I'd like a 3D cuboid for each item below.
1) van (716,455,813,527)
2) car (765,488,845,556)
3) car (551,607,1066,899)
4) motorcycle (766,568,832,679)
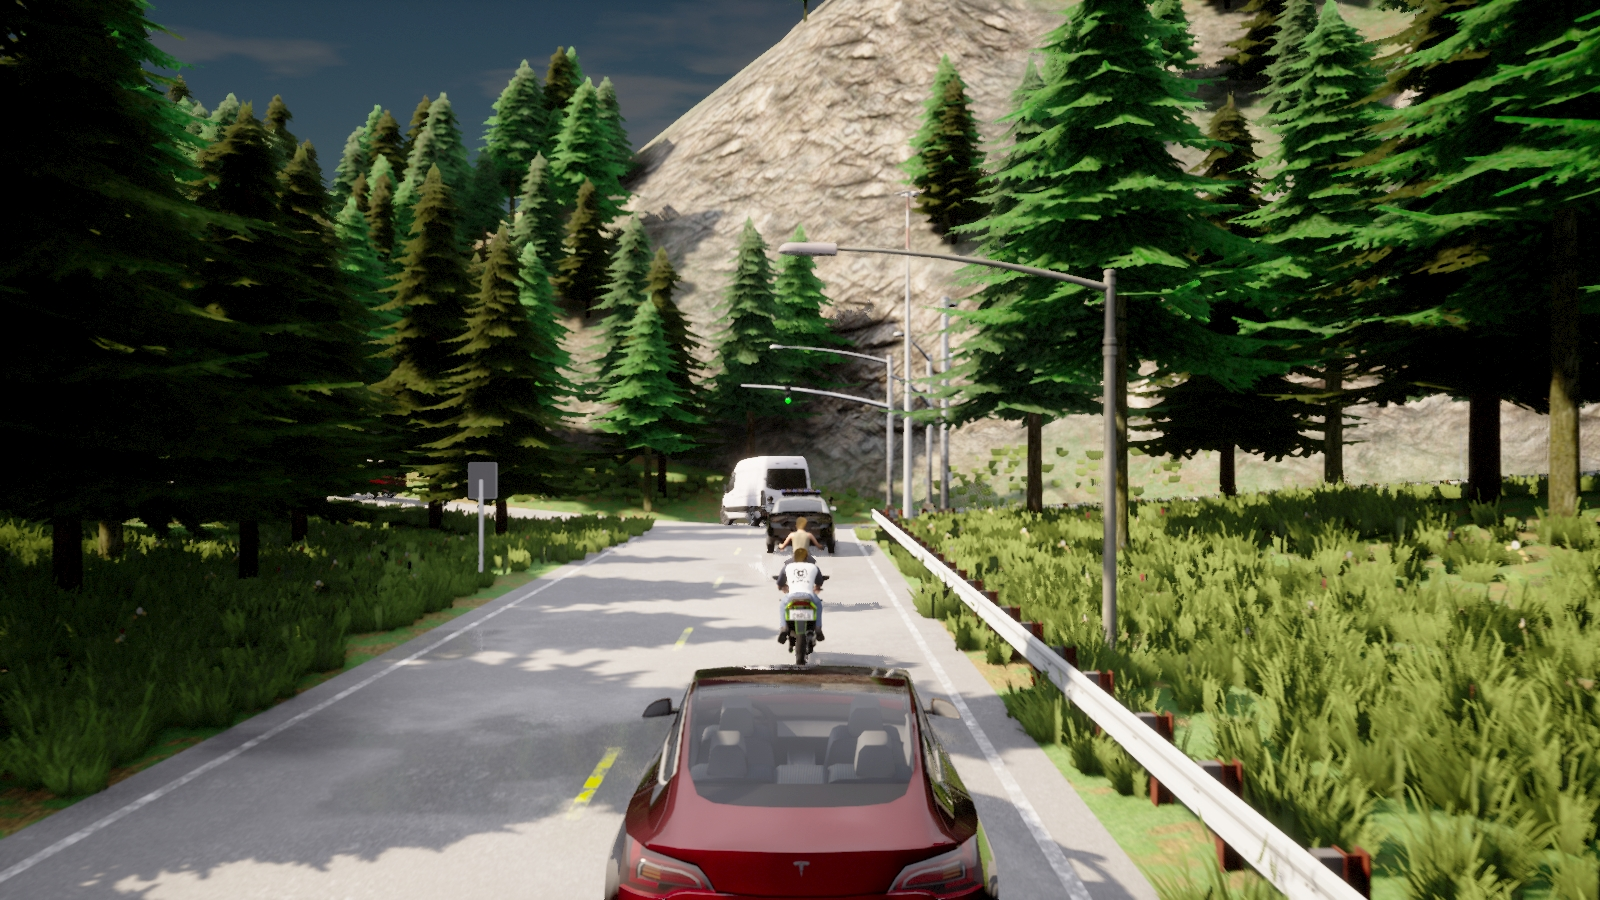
[{"bbox_3d":[-1.445,1.628,43.649,1.988,2.561,5.915,1,-3,-20],"label":"van"},{"bbox_3d":[0.134,1.984,32.786,2.097,1.638,5.238,0,0,0],"label":"car"},{"bbox_3d":[0.038,2.063,7.194,2.163,1.488,4.792,0,0,0],"label":"car"},{"bbox_3d":[-0.007,2.214,14.927,0.803,1.145,2.033,0,0,0],"label":"motorcycle"}]
